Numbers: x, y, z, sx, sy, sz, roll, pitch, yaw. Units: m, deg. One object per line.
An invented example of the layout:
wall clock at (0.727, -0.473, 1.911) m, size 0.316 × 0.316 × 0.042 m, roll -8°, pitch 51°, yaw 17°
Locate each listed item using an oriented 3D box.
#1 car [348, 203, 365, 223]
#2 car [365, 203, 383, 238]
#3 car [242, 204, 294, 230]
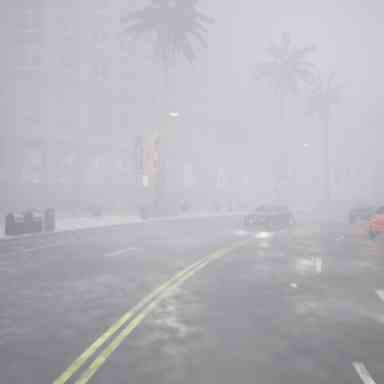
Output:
car at (13.675, 1.650, 25.793) m, size 1.837 × 1.490 × 4.892 m, roll 0°, pitch 0°, yaw 43°
car at (11.040, 1.462, 17.786) m, size 2.097 × 1.767 × 4.553 m, roll 0°, pitch 0°, yaw 39°
car at (5.159, 1.591, 22.197) m, size 1.837 × 1.490 × 4.892 m, roll 0°, pitch -1°, yaw 40°
